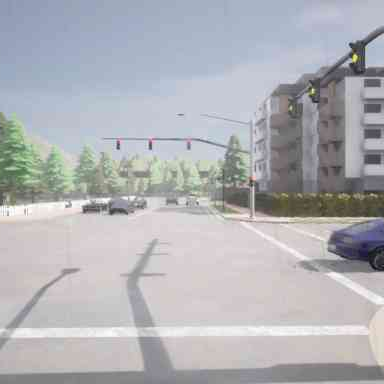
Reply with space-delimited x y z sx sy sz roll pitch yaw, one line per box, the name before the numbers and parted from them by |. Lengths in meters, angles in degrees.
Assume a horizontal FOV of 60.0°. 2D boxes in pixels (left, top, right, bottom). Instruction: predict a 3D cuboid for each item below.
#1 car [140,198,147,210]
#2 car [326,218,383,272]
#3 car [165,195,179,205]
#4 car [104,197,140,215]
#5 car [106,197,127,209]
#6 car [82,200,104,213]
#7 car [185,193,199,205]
car | -7.033 1.491 43.708 2.128 1.511 4.902 0 0 0
car | 6.581 1.525 10.220 4.674 1.442 1.812 0 0 -2
car | -3.441 1.351 58.025 2.097 1.767 4.553 0 0 0
car | -7.049 1.547 34.058 2.033 1.411 5.357 0 0 1
car | -10.517 1.477 46.687 1.882 1.535 5.008 0 0 0
car | -10.535 1.601 36.647 1.895 1.301 4.718 0 0 0
car | 0.059 1.221 58.096 2.150 2.045 5.566 0 0 0
